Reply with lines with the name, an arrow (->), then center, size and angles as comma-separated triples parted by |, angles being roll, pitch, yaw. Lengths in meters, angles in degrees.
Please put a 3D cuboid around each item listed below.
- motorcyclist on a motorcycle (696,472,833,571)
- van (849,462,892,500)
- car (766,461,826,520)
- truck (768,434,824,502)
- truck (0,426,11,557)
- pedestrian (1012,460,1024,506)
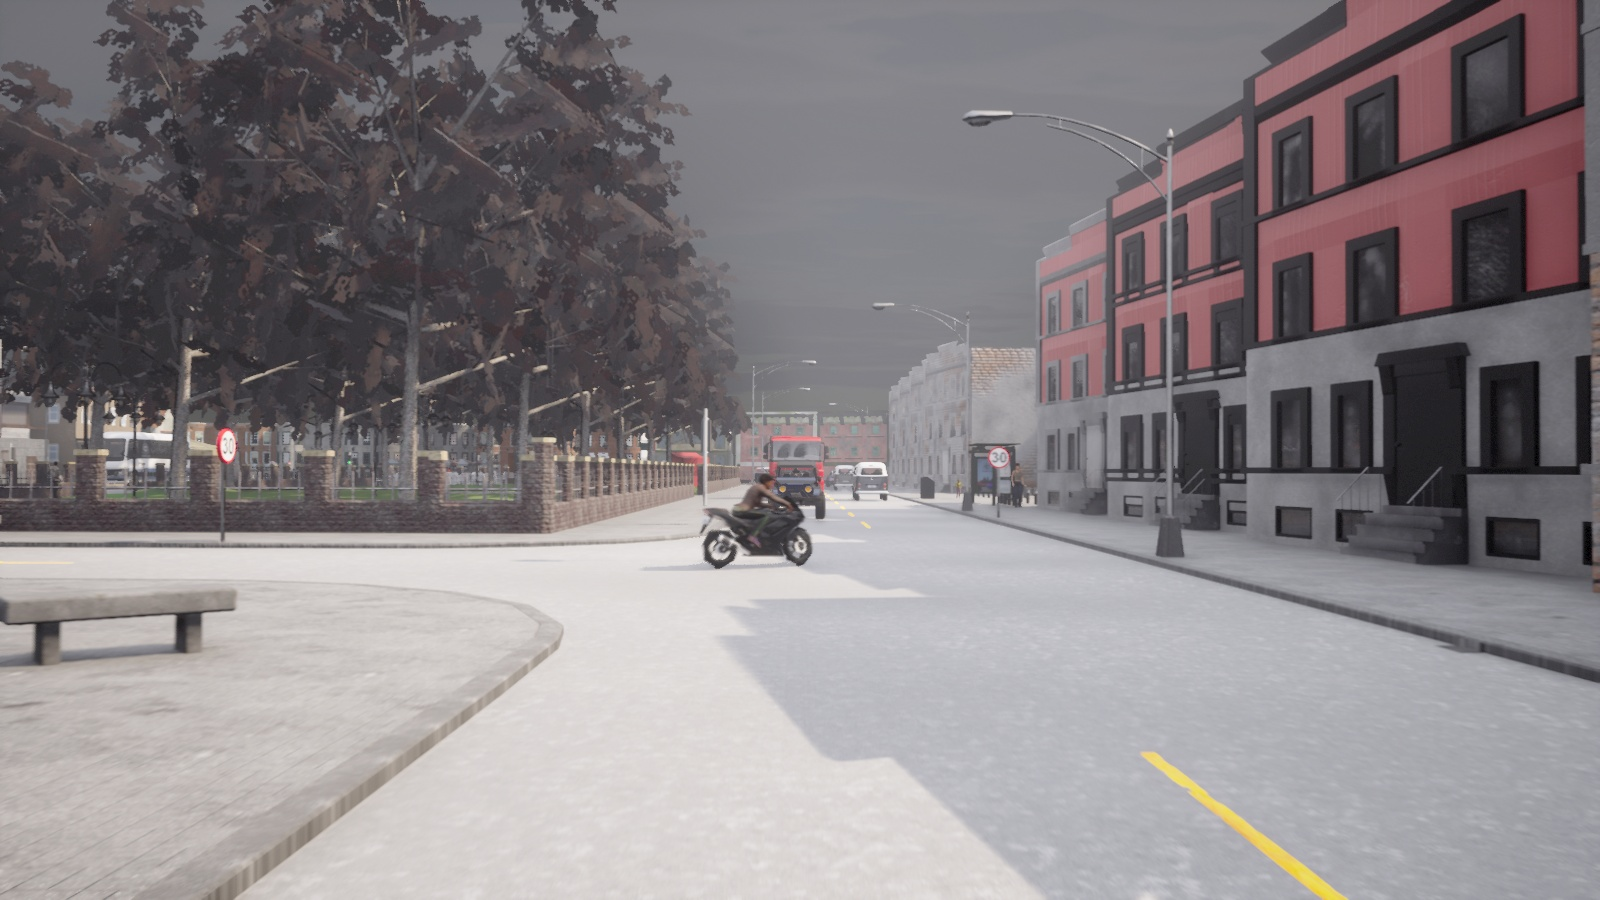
motorcyclist on a motorcycle -> -0.566, 1.139, 20.296 | 2.044, 1.523, 0.797 | 0, -3, -28
van -> 3.795, 1.668, 68.408 | 2.069, 2.038, 4.480 | 0, -1, 0
car -> -0.116, 1.316, 42.101 | 1.905, 1.878, 3.866 | 0, -1, 0
truck -> -0.208, 0.978, 68.393 | 2.891, 3.462, 7.936 | 0, -1, 0
truck -> -17.722, 0.779, 22.741 | 5.204, 2.467, 2.627 | 0, -1, -1
pedestrian -> 8.877, 1.347, 51.245 | 0.345, 1.836, 0.594 | 0, -1, -3
